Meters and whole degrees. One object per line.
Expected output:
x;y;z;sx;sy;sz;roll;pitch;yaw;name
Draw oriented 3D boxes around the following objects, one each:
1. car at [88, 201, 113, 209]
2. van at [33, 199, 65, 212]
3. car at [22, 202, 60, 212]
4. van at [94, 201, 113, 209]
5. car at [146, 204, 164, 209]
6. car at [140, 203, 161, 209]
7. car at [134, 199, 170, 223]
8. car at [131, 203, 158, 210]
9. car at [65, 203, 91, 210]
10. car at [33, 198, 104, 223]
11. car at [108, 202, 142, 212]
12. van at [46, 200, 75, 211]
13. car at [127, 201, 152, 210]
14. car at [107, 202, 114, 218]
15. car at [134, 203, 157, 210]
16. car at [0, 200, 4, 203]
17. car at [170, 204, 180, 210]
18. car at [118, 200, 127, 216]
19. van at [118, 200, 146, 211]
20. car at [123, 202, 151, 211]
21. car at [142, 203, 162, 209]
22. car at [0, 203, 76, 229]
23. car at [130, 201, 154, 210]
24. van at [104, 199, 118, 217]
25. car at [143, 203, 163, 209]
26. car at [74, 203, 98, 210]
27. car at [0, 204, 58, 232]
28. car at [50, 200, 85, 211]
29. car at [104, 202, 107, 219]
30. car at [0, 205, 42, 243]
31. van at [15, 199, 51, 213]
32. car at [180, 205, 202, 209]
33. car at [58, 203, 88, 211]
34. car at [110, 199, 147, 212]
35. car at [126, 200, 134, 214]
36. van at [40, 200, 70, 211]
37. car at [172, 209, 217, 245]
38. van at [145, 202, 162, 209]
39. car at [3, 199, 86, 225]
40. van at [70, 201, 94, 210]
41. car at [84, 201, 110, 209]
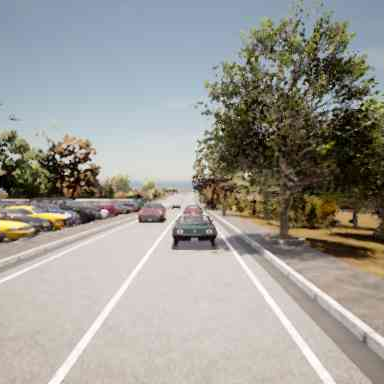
-23.323;3.366;84.771;5.566;2.045;2.435;0;-2;0;car
-23.261;2.192;54.188;4.442;1.987;1.878;0;-2;0;van
-23.384;2.341;51.562;5.008;1.535;2.097;0;-1;0;car
-23.232;3.500;87.538;4.442;1.987;1.878;0;-2;0;van
-10.294;3.969;92.987;4.792;1.488;2.163;0;-2;0;car
-10.245;3.534;81.890;4.792;1.488;2.163;0;-2;0;car
-3.337;1.679;28.682;2.097;1.767;4.553;0;-1;0;car
-10.098;3.066;70.795;5.366;1.575;1.946;0;-2;0;car
-23.363;3.006;68.151;4.674;1.452;2.002;0;-2;0;car
-10.292;1.508;26.422;5.566;2.045;2.435;0;-1;0;car
-10.329;2.367;51.401;4.792;1.488;2.163;0;-2;0;car
-23.489;2.409;59.732;4.442;1.987;1.878;0;-2;0;van
-10.256;2.726;65.252;4.553;1.767;2.185;0;-2;0;car
-10.319;1.928;31.966;4.674;1.452;2.002;0;-1;0;car
-10.274;3.179;73.569;4.892;1.521;2.231;0;-2;0;car
-23.386;2.021;37.716;5.008;1.535;2.097;0;-1;0;car
-3.247;3.084;68.859;1.895;1.301;4.718;0;-2;0;car
-10.317;2.016;37.518;5.008;1.535;2.097;0;-1;0;car
-10.178;2.299;56.933;4.442;1.987;1.878;0;-2;0;van
-10.285;2.742;62.473;5.008;1.535;2.097;0;-2;0;car
-10.242;3.643;84.664;4.792;1.488;2.163;0;-2;0;car
-10.332;1.641;20.869;5.008;1.535;2.097;0;-1;0;car
-10.254;2.835;68.026;4.553;1.767;2.185;0;-2;0;car
-10.430;1.726;34.748;4.442;1.987;1.878;0;-1;0;van
-10.240;3.752;87.438;4.792;1.488;2.163;0;-2;0;car
-23.363;3.218;73.562;4.674;1.452;2.002;0;-2;0;car
-10.333;1.594;18.097;4.892;1.521;2.231;0;-1;0;car
-23.342;2.492;62.501;5.566;2.045;2.435;0;-2;0;car
-10.348;1.853;29.192;4.792;1.488;2.163;0;-1;0;car
-10.145;1.549;15.329;5.366;1.575;1.946;0;-1;0;car
-23.265;2.052;48.798;4.442;1.987;1.878;0;-1;0;van
0.110;1.995;33.309;1.994;1.385;4.181;0;-1;0;car
-23.362;2.857;65.384;5.008;1.535;2.097;0;-2;0;car
-10.326;2.165;54.160;5.566;2.045;2.435;0;-2;0;car
-10.277;2.174;43.067;4.792;1.488;2.163;0;-1;0;car
-23.491;2.306;57.089;4.442;1.987;1.878;0;-2;0;van
0.105;1.703;15.976;1.895;1.301;4.718;0;-1;0;car
-10.383;3.605;90.222;4.442;1.987;1.878;0;-2;0;van
-10.354;1.573;23.648;4.553;1.767;2.185;0;-1;0;car
-23.480;2.844;70.804;4.442;1.987;1.878;0;-2;0;van
-23.325;3.257;82.003;5.566;2.045;2.435;0;-2;0;car
